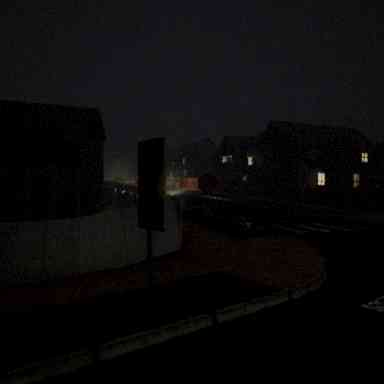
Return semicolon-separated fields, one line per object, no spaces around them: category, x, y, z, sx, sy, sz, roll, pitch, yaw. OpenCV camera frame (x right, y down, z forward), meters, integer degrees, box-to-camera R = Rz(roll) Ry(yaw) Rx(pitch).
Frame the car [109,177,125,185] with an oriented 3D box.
car;-12.072;-1.725;53.380;2.128;1.511;4.902;0;4;-23

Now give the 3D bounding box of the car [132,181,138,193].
car;-5.632;-0.563;37.999;1.812;1.442;4.674;0;4;-23
